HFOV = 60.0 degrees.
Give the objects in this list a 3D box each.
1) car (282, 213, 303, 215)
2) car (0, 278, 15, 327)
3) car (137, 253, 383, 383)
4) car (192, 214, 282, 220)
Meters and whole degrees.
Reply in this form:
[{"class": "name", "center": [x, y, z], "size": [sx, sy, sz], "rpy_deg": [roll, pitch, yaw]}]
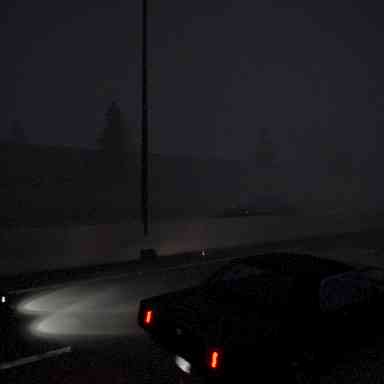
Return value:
[{"class": "car", "center": [7.082, 1.616, 26.256], "size": [4.181, 1.385, 1.994], "rpy_deg": [0, 0, -36]}, {"class": "car", "center": [-5.346, 1.543, 4.196], "size": [5.357, 1.411, 2.033], "rpy_deg": [0, 0, -36]}, {"class": "car", "center": [1.707, 1.611, 4.964], "size": [4.718, 1.301, 1.895], "rpy_deg": [0, 0, -36]}, {"class": "car", "center": [2.298, 1.579, 18.536], "size": [5.357, 1.411, 2.033], "rpy_deg": [0, 0, -36]}]
